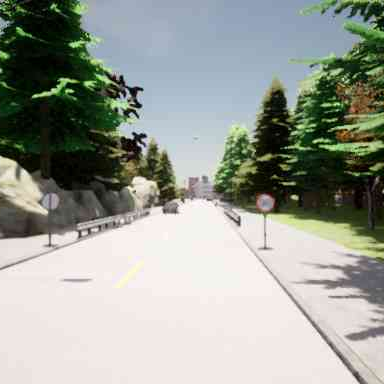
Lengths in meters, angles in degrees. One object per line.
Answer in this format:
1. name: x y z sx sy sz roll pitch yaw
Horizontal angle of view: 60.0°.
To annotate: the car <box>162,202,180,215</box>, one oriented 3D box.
1. car: -2.562 2.012 41.523 1.837 1.490 4.892 0 0 2
